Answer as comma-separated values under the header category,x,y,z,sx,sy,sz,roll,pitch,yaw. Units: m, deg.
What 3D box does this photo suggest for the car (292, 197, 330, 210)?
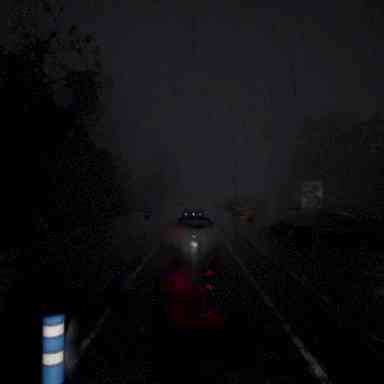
category,x,y,z,sx,sy,sz,roll,pitch,yaw
car,20.218,1.960,56.548,5.566,2.045,2.435,0,-1,0

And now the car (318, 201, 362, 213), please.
category,x,y,z,sx,sy,sz,roll,pitch,yaw
car,20.155,2.036,45.466,5.008,1.535,2.097,0,-1,1

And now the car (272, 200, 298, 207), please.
category,x,y,z,sx,sy,sz,roll,pitch,yaw
car,20.385,2.472,73.164,5.008,1.535,2.097,0,-1,1

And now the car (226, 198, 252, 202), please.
category,x,y,z,sx,sy,sz,roll,pitch,yaw
car,7.078,1.880,42.874,4.553,1.767,2.185,0,-1,0

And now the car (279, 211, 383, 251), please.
category,x,y,z,sx,sy,sz,roll,pitch,yaw
car,6.776,1.801,15.121,4.792,1.488,2.163,0,0,0

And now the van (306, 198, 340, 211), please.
category,x,y,z,sx,sy,sz,roll,pitch,yaw
van,20.081,1.898,51.010,4.442,1.987,1.878,0,-1,1

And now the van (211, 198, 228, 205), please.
category,x,y,z,sx,sy,sz,roll,pitch,yaw
van,7.340,2.594,90.045,4.442,1.987,1.878,0,-2,0

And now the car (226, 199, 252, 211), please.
category,x,y,z,sx,sy,sz,roll,pitch,yaw
car,7.017,1.969,40.094,4.892,1.521,2.231,0,-1,0

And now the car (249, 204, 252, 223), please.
category,x,y,z,sx,sy,sz,roll,pitch,yaw
car,7.064,1.827,23.448,5.366,1.575,1.946,0,0,0

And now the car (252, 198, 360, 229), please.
category,x,y,z,sx,sy,sz,roll,pitch,yaw
car,6.882,1.560,20.674,5.566,2.045,2.435,0,0,0

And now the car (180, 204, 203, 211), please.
category,x,y,z,sx,sy,sz,roll,pitch,yaw
car,0.130,1.967,30.575,1.895,1.301,4.718,0,-1,0

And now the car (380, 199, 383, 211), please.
category,x,y,z,sx,sy,sz,roll,pitch,yaw
car,20.034,1.609,28.858,5.566,2.045,2.435,0,0,0

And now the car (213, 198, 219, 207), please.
category,x,y,z,sx,sy,sz,roll,pitch,yaw
car,7.006,2.262,59.527,5.366,1.575,1.946,0,-1,0

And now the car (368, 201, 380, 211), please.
category,x,y,z,sx,sy,sz,roll,pitch,yaw
car,20.001,1.909,31.625,4.792,1.488,2.163,0,0,0

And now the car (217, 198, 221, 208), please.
category,x,y,z,sx,sy,sz,roll,pitch,yaw
car,7.138,2.251,56.749,4.792,1.488,2.163,0,-1,0

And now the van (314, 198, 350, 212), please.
category,x,y,z,sx,sy,sz,roll,pitch,yaw
van,20.290,1.854,48.238,4.442,1.987,1.878,0,-1,1

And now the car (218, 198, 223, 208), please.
category,x,y,z,sx,sy,sz,roll,pitch,yaw
car,7.114,2.207,53.973,4.792,1.488,2.163,0,-1,0

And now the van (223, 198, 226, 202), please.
category,x,y,z,sx,sy,sz,roll,pitch,yaw
van,7.212,1.864,48.424,4.442,1.987,1.878,0,-1,0

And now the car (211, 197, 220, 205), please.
category,x,y,z,sx,sy,sz,roll,pitch,yaw
car,7.079,2.393,67.854,5.366,1.575,1.946,0,-1,0

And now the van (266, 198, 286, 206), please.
category,x,y,z,sx,sy,sz,roll,pitch,yaw
van,20.579,2.377,81.475,4.442,1.987,1.878,0,-1,1

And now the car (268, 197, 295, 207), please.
category,x,y,z,sx,sy,sz,roll,pitch,yaw
car,20.387,2.267,76.062,5.566,2.045,2.435,0,-1,0

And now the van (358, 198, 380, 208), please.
category,x,y,z,sx,sy,sz,roll,pitch,yaw
van,20.171,1.677,34.520,4.442,1.987,1.878,0,-1,0

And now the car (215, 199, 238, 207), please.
category,x,y,z,sx,sy,sz,roll,pitch,yaw
car,7.257,2.314,70.630,4.553,1.767,2.185,0,-1,0

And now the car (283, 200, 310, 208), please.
category,x,y,z,sx,sy,sz,roll,pitch,yaw
car,20.322,2.384,64.978,4.674,1.452,2.002,0,-1,0

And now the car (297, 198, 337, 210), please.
category,x,y,z,sx,sy,sz,roll,pitch,yaw
car,20.194,1.916,53.779,5.566,2.045,2.435,0,-1,0

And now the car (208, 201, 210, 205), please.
category,x,y,z,sx,sy,sz,roll,pitch,yaw
car,7.437,2.407,84.510,5.566,2.045,2.435,0,-1,0

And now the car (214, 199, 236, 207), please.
category,x,y,z,sx,sy,sz,roll,pitch,yaw
car,7.281,2.358,73.406,4.553,1.767,2.185,0,-1,0

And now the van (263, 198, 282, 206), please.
category,x,y,z,sx,sy,sz,roll,pitch,yaw
van,20.371,2.423,84.380,4.442,1.987,1.878,0,-1,0

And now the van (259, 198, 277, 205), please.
category,x,y,z,sx,sy,sz,roll,pitch,yaw
van,20.418,2.580,89.769,4.442,1.987,1.878,0,-2,1

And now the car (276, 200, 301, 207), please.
category,x,y,z,sx,sy,sz,roll,pitch,yaw
car,20.364,2.469,70.392,4.674,1.452,2.002,0,-1,0

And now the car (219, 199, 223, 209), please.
category,x,y,z,sx,sy,sz,roll,pitch,yaw
car,7.090,2.164,51.197,4.792,1.488,2.163,0,-1,0

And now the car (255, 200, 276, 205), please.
category,x,y,z,sx,sy,sz,roll,pitch,yaw
car,20.374,2.890,92.529,5.366,1.575,1.946,0,-2,0

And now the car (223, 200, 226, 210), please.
category,x,y,z,sx,sy,sz,roll,pitch,yaw
car,7.100,2.076,45.645,4.792,1.488,2.163,0,-1,1

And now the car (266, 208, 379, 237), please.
category,x,y,z,sx,sy,sz,roll,pitch,yaw
car,6.835,1.791,17.897,5.008,1.535,2.097,0,0,0

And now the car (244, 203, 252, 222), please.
category,x,y,z,sx,sy,sz,roll,pitch,yaw
car,6.908,1.851,26.225,4.892,1.521,2.231,0,0,0

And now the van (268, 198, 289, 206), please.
category,x,y,z,sx,sy,sz,roll,pitch,yaw
van,20.556,2.336,78.831,4.442,1.987,1.878,0,-1,0

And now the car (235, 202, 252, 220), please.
category,x,y,z,sx,sy,sz,roll,pitch,yaw
car,6.741,1.867,29.003,5.366,1.575,1.946,0,0,0

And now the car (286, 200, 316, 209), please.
category,x,y,z,sx,sy,sz,roll,pitch,yaw
car,20.289,2.298,62.085,5.008,1.535,2.097,0,-1,1

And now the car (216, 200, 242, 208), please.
category,x,y,z,sx,sy,sz,roll,pitch,yaw
car,7.234,2.354,65.076,4.892,1.521,2.231,0,-1,0

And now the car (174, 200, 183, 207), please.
category,x,y,z,sx,sy,sz,roll,pitch,yaw
car,-2.983,2.485,73.213,2.033,1.411,5.357,0,-1,0

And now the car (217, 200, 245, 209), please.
category,x,y,z,sx,sy,sz,roll,pitch,yaw
car,7.222,2.310,62.300,4.892,1.521,2.231,0,-1,1

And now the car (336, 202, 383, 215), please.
category,x,y,z,sx,sy,sz,roll,pitch,yaw
car,20.131,1.987,39.928,4.792,1.488,2.163,0,-1,1

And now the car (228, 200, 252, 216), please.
category,x,y,z,sx,sy,sz,roll,pitch,yaw
car,6.790,1.909,34.676,5.366,1.575,1.946,0,0,0

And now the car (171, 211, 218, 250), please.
category,x,y,z,sx,sy,sz,roll,pitch,yaw
car,0.102,1.780,15.156,1.895,1.301,4.718,0,-1,0

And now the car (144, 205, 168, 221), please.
category,x,y,z,sx,sy,sz,roll,pitch,yaw
car,-3.314,1.928,31.637,2.033,1.411,5.357,0,-1,0
